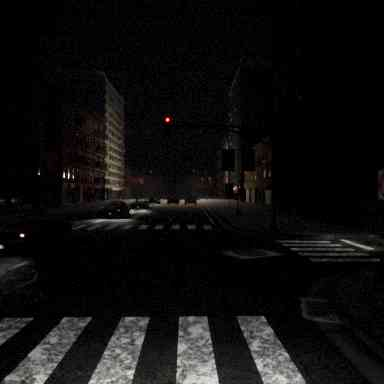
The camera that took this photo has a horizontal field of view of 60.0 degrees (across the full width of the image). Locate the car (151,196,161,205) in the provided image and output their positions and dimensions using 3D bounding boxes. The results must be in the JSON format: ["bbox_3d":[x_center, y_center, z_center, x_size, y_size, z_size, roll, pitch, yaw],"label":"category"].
[{"bbox_3d":[-6.795,1.496,60.314,1.837,1.490,4.892,0,-1,0],"label":"car"}]

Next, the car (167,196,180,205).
[{"bbox_3d":[-3.410,1.467,59.711,1.882,1.535,5.008,0,0,0],"label":"car"}]

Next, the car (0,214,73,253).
[{"bbox_3d":[-6.664,1.608,13.765,1.895,1.301,4.718,0,0,0],"label":"car"}]

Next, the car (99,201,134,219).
[{"bbox_3d":[-6.723,1.524,29.603,1.812,1.442,4.674,0,0,0],"label":"car"}]

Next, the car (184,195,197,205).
[{"bbox_3d":[-0.252,1.342,58.281,2.097,1.767,4.553,0,0,0],"label":"car"}]

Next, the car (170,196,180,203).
[{"bbox_3d":[-3.468,1.587,69.864,1.895,1.301,4.718,0,0,0],"label":"car"}]

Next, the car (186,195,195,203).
[{"bbox_3d":[-0.296,1.465,68.314,1.882,1.535,5.008,0,0,0],"label":"car"}]

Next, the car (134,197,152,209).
[{"bbox_3d":[-6.787,1.596,43.838,1.895,1.301,4.718,0,0,0],"label":"car"}]
